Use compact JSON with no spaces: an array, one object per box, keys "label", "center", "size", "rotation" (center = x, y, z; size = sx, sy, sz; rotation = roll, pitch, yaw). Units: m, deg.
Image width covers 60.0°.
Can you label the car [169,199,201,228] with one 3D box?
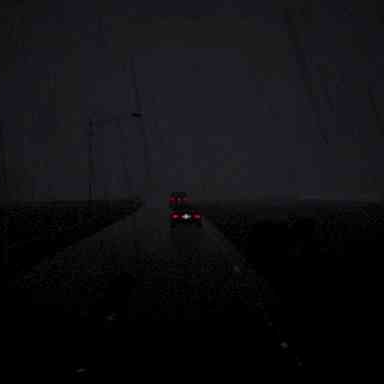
[{"label":"car","center":[-0.422,1.407,20.932],"size":[2.033,1.411,5.357],"rotation":[0,0,-2]}]

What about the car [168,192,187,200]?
[{"label":"car","center":[-1.712,0.968,41.008],"size":[2.150,2.045,5.566],"rotation":[0,0,-5]}]
